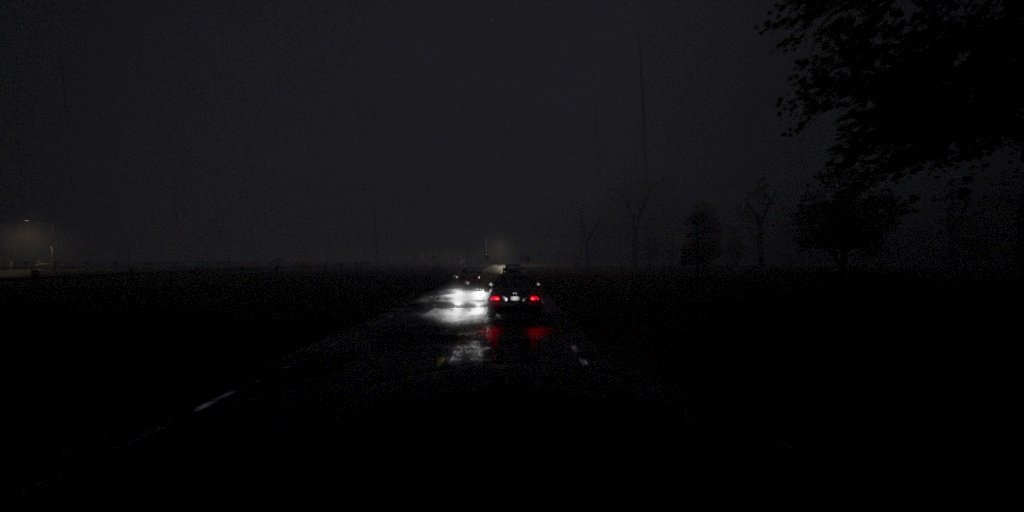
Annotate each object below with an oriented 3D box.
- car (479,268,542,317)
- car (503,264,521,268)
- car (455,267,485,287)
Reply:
[{"bbox_3d":[0.094,1.356,13.432,2.033,1.411,5.357,0,0,0],"label":"car"},{"bbox_3d":[0.096,1.417,31.376,1.812,1.442,4.674,0,0,0],"label":"car"},{"bbox_3d":[-2.848,1.465,25.412,1.895,1.301,4.718,0,0,0],"label":"car"}]
